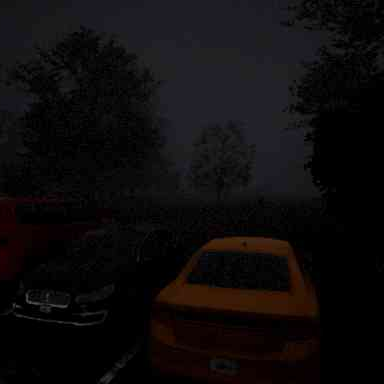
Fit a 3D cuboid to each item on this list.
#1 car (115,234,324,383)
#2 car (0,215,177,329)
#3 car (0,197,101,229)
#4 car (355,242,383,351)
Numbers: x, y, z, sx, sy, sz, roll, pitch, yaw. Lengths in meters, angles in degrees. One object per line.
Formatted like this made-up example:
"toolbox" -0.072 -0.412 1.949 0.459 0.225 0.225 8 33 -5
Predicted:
"car" 0.934 1.468 5.436 2.097 1.535 5.008 0 0 15
"car" -1.486 1.441 7.157 2.231 1.521 4.892 1 0 15
"car" -3.923 1.149 8.885 2.435 2.045 5.566 1 0 15
"car" 3.374 1.366 3.746 2.185 1.767 4.553 1 0 15
